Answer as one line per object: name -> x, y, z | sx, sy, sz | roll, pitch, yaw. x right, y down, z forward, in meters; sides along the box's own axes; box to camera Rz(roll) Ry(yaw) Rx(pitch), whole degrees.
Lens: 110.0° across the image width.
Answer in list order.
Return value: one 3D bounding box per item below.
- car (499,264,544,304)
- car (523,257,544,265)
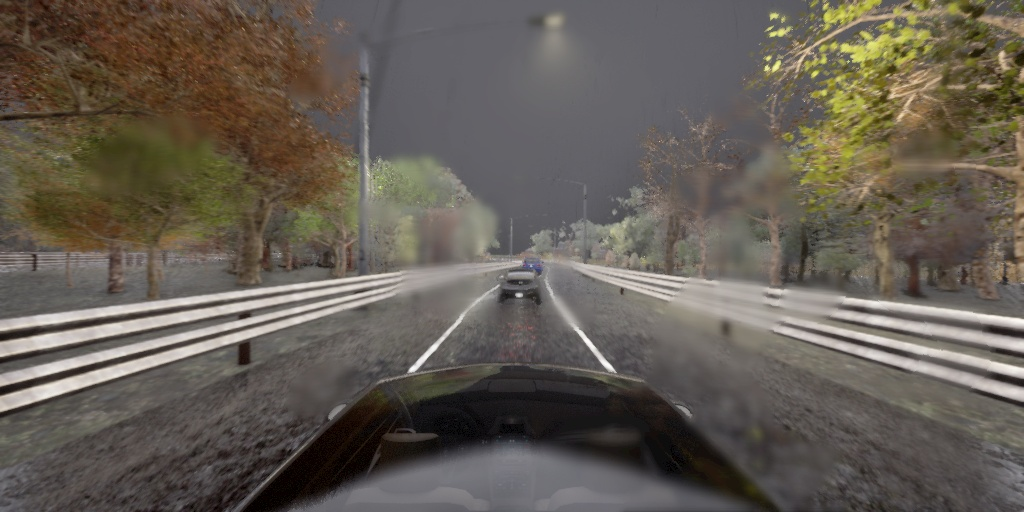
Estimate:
car -> 0.453, 1.326, 16.963 | 1.837, 1.490, 4.892 | 0, 0, 3
car -> 2.382, 1.178, 40.781 | 2.150, 2.045, 5.566 | 0, 0, 7
